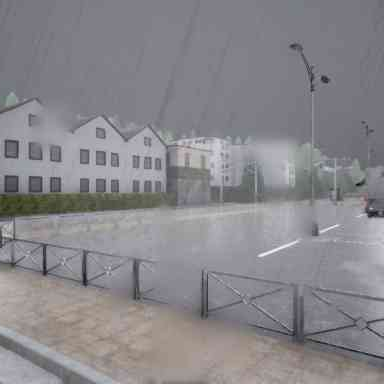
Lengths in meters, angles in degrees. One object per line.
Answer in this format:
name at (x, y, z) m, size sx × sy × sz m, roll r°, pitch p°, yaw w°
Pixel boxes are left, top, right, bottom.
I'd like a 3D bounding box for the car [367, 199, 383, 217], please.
car at (15.439, 1.298, 26.800) m, size 2.007 × 1.523 × 4.514 m, roll 0°, pitch 0°, yaw 35°
